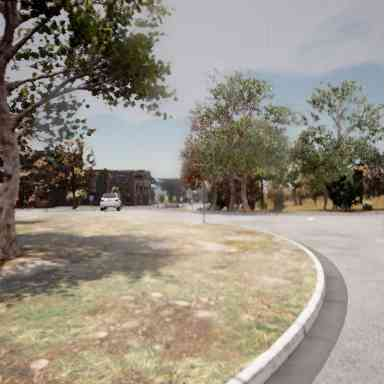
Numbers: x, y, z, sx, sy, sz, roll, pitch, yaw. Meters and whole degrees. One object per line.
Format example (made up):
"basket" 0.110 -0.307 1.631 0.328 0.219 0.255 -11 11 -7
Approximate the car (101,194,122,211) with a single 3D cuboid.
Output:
"car" -10.083 1.286 41.837 2.150 2.045 5.566 0 -2 -8
